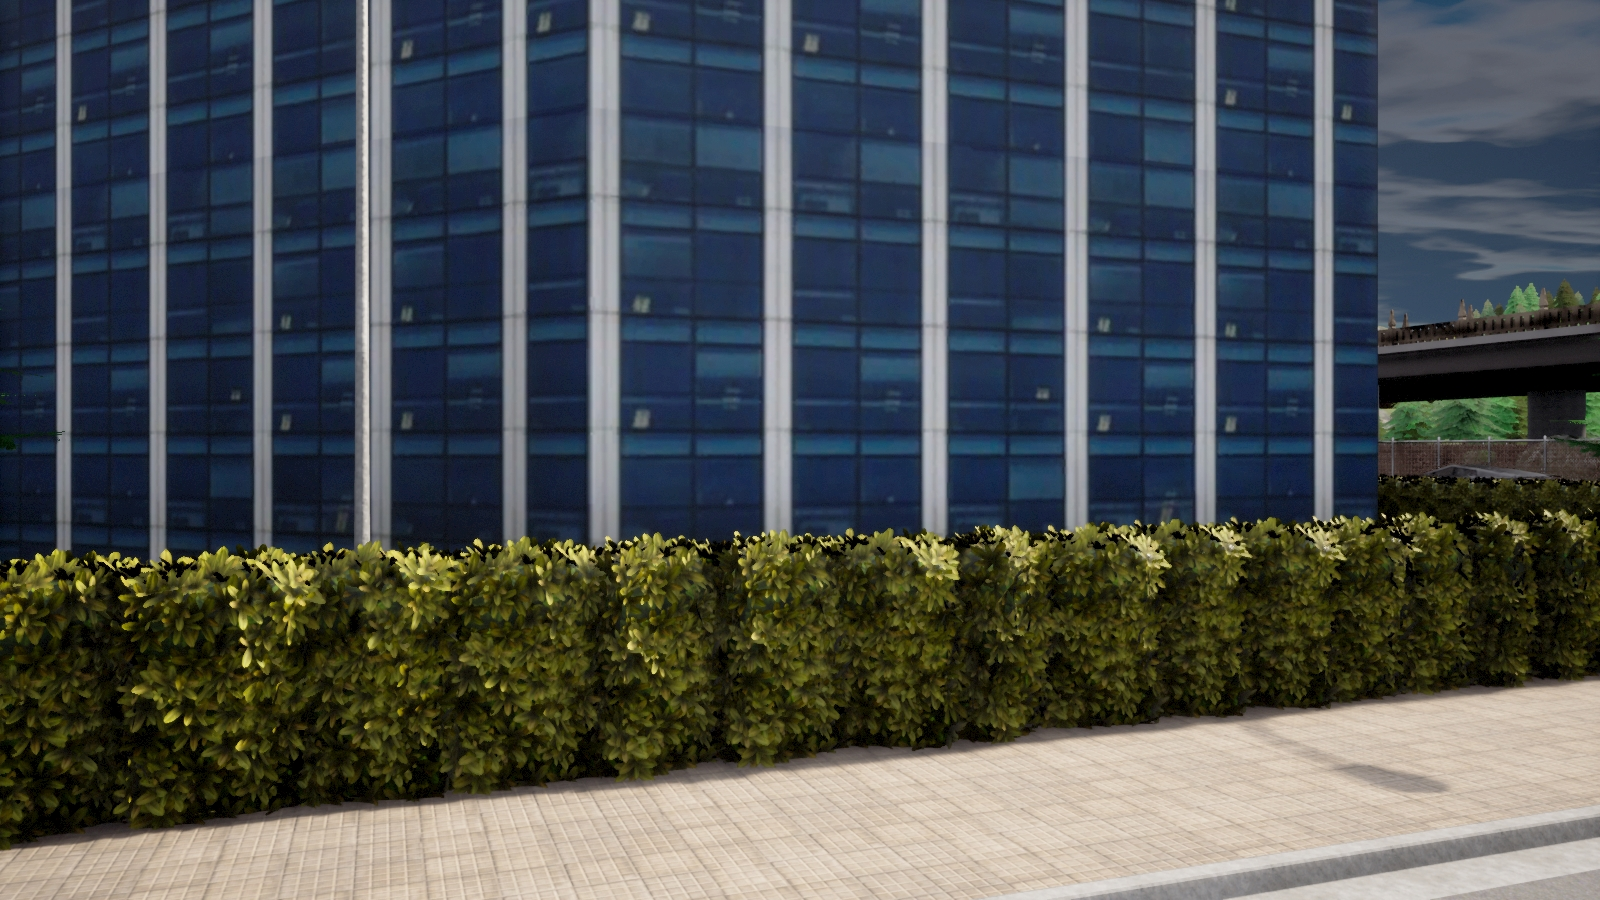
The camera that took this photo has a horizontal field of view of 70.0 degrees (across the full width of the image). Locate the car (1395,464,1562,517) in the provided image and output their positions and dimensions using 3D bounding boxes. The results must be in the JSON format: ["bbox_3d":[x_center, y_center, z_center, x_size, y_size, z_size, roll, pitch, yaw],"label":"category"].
[{"bbox_3d":[29.777,1.700,50.467,2.390,2.098,6.274,0,0,-20],"label":"car"}]
